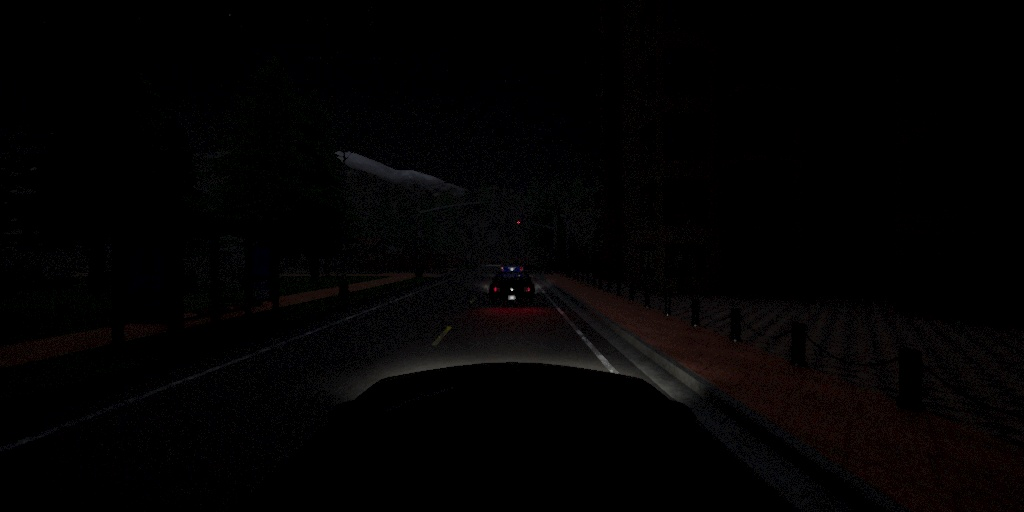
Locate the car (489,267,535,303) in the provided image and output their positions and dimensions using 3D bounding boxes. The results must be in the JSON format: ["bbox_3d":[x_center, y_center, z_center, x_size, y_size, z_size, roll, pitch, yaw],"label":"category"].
[{"bbox_3d":[0.000,1.365,16.530,1.895,1.301,4.718,0,0,0],"label":"car"}]

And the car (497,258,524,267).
[{"bbox_3d":[0.000,1.115,31.470,2.097,1.767,4.553,0,0,0],"label":"car"}]
